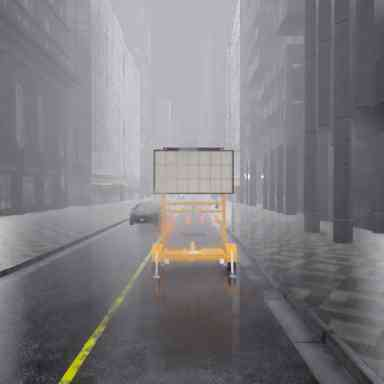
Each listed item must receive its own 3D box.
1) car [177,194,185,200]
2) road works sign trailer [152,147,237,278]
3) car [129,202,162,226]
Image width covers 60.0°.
[{"bbox_3d":[-3.032,1.325,92.265,2.128,1.511,4.902,0,0,0],"label":"car"},{"bbox_3d":[0.047,0.460,10.120,2.380,3.560,2.880,0,0,-1],"label":"road works sign trailer"},{"bbox_3d":[-3.107,1.463,23.269,1.882,1.535,5.008,0,0,0],"label":"car"}]
